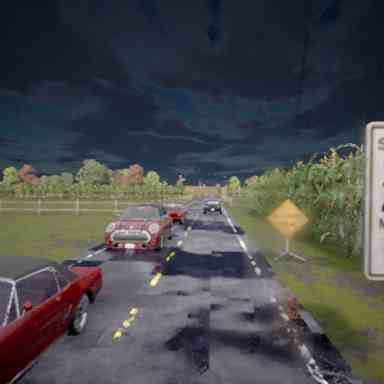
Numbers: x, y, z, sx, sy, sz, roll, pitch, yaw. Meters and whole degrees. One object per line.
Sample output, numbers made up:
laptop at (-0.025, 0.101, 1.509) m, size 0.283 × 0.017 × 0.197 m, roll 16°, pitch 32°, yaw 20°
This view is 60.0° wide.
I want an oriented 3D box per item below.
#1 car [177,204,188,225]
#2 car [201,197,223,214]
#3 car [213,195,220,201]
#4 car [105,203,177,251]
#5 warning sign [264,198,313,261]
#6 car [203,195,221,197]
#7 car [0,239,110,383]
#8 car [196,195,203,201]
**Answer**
car at (-1.399, 1.568, 24.133) m, size 1.895 × 1.301 × 4.718 m, roll 1°, pitch 0°, yaw 4°
car at (2.187, 1.535, 34.877) m, size 1.812 × 1.442 × 4.674 m, roll 1°, pitch 0°, yaw 4°
car at (6.293, 1.504, 85.634) m, size 1.837 × 1.490 × 4.892 m, roll 1°, pitch 0°, yaw 4°
car at (-2.047, 1.317, 13.968) m, size 2.097 × 1.767 × 4.553 m, roll 1°, pitch 0°, yaw 4°
warning sign at (3.063, 1.155, 10.686) m, size 1.300 × 1.860 × 1.060 m, roll 1°, pitch 0°, yaw 4°
car at (3.066, 1.360, 48.877) m, size 2.097 × 1.767 × 4.553 m, roll 1°, pitch 0°, yaw 4°
car at (-2.684, 1.561, 3.918) m, size 1.895 × 1.301 × 4.718 m, roll 1°, pitch 0°, yaw 4°
car at (2.029, 1.354, 76.967) m, size 2.033 × 1.411 × 5.357 m, roll 1°, pitch 0°, yaw 4°
